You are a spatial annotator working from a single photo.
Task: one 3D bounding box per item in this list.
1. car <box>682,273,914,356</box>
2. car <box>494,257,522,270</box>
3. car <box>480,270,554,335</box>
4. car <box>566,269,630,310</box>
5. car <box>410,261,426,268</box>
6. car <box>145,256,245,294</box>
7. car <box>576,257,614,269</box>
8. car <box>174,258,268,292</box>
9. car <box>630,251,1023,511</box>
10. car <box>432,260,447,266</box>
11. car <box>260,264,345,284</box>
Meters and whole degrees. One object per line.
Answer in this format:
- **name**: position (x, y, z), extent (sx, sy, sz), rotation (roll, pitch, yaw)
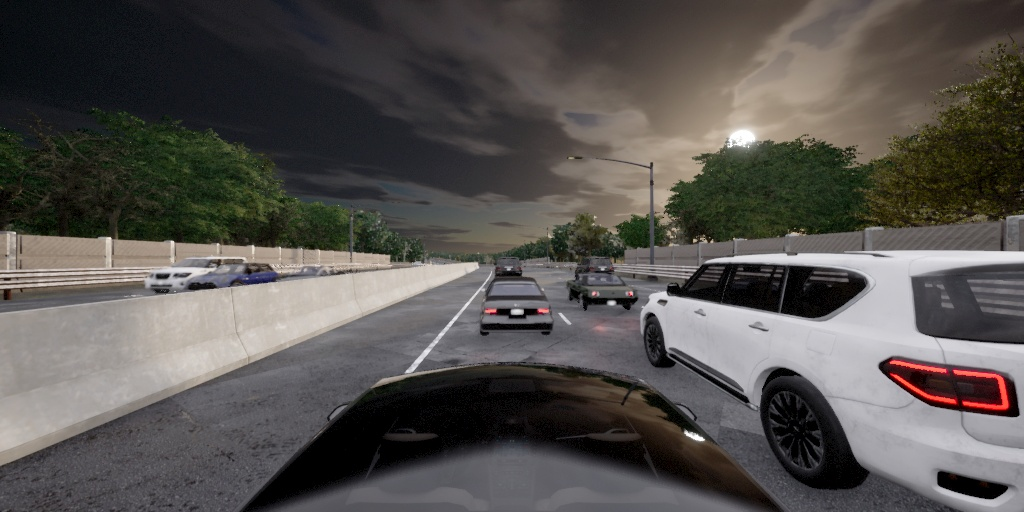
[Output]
- **car**: position (7.050, 1.299, 9.903), extent (2.033, 1.411, 5.357), rotation (0, 0, -2)
- **car**: position (-0.311, 1.115, 29.456), extent (2.150, 2.045, 5.566), rotation (0, -1, -1)
- **car**: position (0.050, 1.300, 10.527), extent (2.033, 1.411, 5.357), rotation (0, 0, -1)
- **car**: position (3.481, 1.366, 14.826), extent (1.895, 1.301, 4.718), rotation (0, 0, -1)
- **car**: position (-15.607, 1.503, 59.912), extent (1.812, 1.442, 4.674), rotation (0, -1, -3)
- **car**: position (-17.821, 1.029, 20.889), extent (2.150, 2.045, 5.566), rotation (0, -1, -1)
- **car**: position (6.691, 1.113, 29.424), extent (2.150, 2.045, 5.566), rotation (0, -1, -1)
- **car**: position (-14.284, 1.141, 18.644), extent (2.097, 1.767, 4.553), rotation (0, 0, -1)
- **car**: position (3.570, 0.972, 4.704), extent (2.150, 2.045, 5.566), rotation (0, 0, 1)
- **car**: position (-12.111, 1.402, 60.095), extent (2.128, 1.511, 4.902), rotation (0, -1, -3)
- **car**: position (-10.796, 1.286, 19.421), extent (2.128, 1.511, 4.902), rotation (0, 0, -1)
